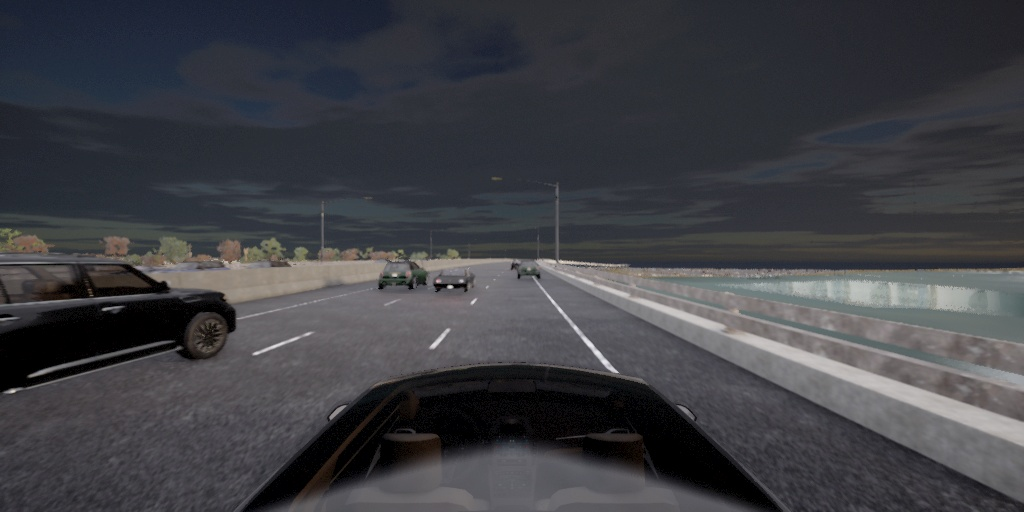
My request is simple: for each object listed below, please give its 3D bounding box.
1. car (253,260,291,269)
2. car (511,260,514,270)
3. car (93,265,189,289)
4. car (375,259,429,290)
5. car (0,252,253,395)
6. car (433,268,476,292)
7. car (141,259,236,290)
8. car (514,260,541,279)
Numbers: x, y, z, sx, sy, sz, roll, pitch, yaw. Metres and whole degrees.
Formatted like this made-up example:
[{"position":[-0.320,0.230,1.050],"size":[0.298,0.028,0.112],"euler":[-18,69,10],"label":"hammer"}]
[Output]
[{"position":[-17.420,1.121,25.215],"size":[2.097,1.767,4.553],"euler":[0,0,1],"label":"car"},{"position":[0.804,1.312,53.633],"size":[1.882,1.535,5.008],"euler":[0,0,2],"label":"car"},{"position":[-24.437,1.329,23.874],"size":[1.994,1.385,4.181],"euler":[0,0,1],"label":"car"},{"position":[-6.758,1.122,22.861],"size":[2.097,1.767,4.553],"euler":[0,0,1],"label":"car"},{"position":[-6.890,0.971,5.173],"size":[2.150,2.045,5.566],"euler":[0,0,0],"label":"car"},{"position":[-3.279,1.371,21.376],"size":[1.895,1.301,4.718],"euler":[0,0,1],"label":"car"},{"position":[-20.942,1.117,23.537],"size":[2.097,1.767,4.553],"euler":[0,0,1],"label":"car"},{"position":[1.522,1.144,33.411],"size":[2.097,1.767,4.553],"euler":[0,0,1],"label":"car"}]
